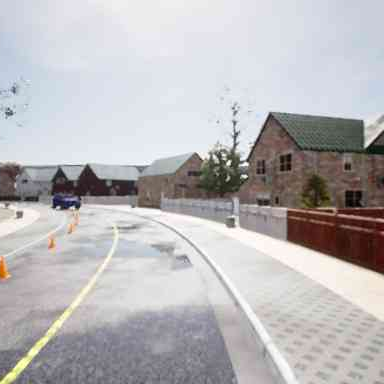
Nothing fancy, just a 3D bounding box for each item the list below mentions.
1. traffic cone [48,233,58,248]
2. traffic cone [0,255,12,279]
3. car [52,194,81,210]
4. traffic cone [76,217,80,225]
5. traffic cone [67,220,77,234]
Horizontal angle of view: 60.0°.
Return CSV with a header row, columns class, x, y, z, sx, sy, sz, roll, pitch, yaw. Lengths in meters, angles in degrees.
class,x,y,z,sx,sy,sz,roll,pitch,yaw
traffic cone,-5.708,1.984,13.648,0.340,0.580,0.340,0,0,-10
traffic cone,-5.040,1.976,8.856,0.340,0.580,0.340,0,0,-6
car,-16.805,1.289,44.292,2.150,2.045,5.566,1,-1,-42
traffic cone,-7.965,1.997,23.053,0.340,0.580,0.340,0,0,-17
traffic cone,-6.683,1.991,18.387,0.340,0.580,0.340,0,0,-14
